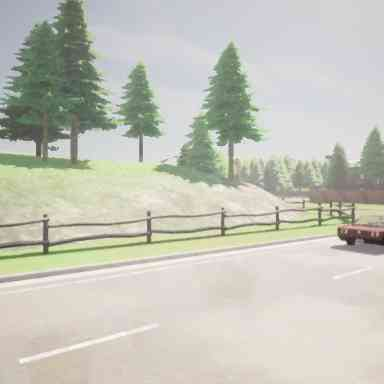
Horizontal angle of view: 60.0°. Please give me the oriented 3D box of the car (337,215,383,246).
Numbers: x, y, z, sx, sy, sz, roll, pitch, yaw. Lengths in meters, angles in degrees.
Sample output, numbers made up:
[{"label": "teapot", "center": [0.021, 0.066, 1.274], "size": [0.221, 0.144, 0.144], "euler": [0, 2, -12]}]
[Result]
[{"label": "car", "center": [8.267, 1.613, 14.104], "size": [4.718, 1.301, 1.895], "euler": [0, 0, -36]}]
